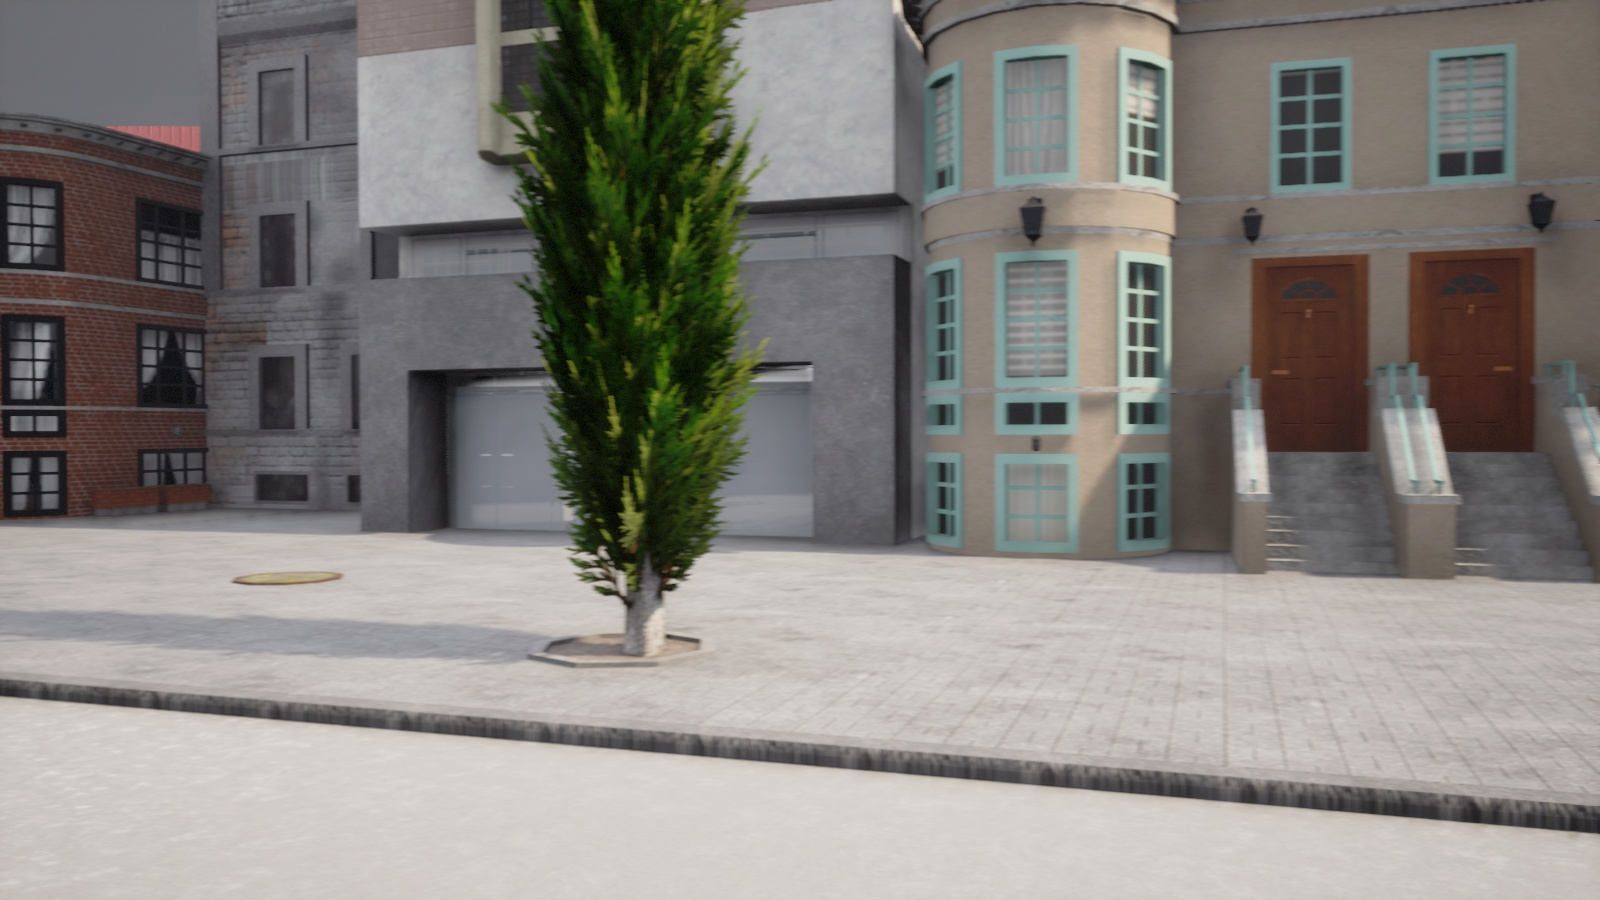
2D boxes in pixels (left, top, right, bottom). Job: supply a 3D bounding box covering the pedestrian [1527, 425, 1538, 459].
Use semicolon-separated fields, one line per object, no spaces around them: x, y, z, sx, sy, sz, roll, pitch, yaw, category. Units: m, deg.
41.687;-0.452;71.488;0.396;1.930;0.692;0;1;17;pedestrian
